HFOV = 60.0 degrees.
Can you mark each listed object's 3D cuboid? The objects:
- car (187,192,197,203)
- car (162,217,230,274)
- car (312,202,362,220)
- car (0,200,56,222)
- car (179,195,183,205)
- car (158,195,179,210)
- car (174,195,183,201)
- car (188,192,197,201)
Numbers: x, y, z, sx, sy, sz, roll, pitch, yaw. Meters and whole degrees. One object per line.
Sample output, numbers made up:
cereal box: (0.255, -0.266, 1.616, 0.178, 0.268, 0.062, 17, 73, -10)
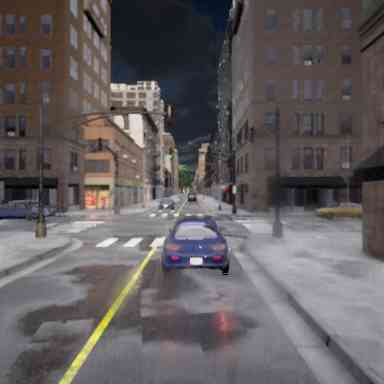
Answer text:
car: (0.036, 1.393, 69.586, 1.882, 1.535, 5.008, 0, 0, 0)
car: (0.103, 1.519, 10.418, 1.812, 1.442, 4.674, 0, 0, 0)
car: (12.436, 1.496, 27.408, 4.829, 1.417, 1.752, 0, 0, 1)
car: (-13.371, 1.519, 25.499, 5.357, 1.411, 2.033, 0, 0, -4)
car: (-3.018, 1.464, 58.522, 1.812, 1.442, 4.674, 0, 0, 0)
car: (-3.068, 1.456, 41.199, 2.128, 1.511, 4.902, 0, 0, 0)
car: (-2.962, 1.337, 73.088, 1.895, 1.301, 4.718, 0, 0, 0)
car: (0.040, 1.009, 80.035, 2.150, 2.045, 5.566, 0, 0, 0)
